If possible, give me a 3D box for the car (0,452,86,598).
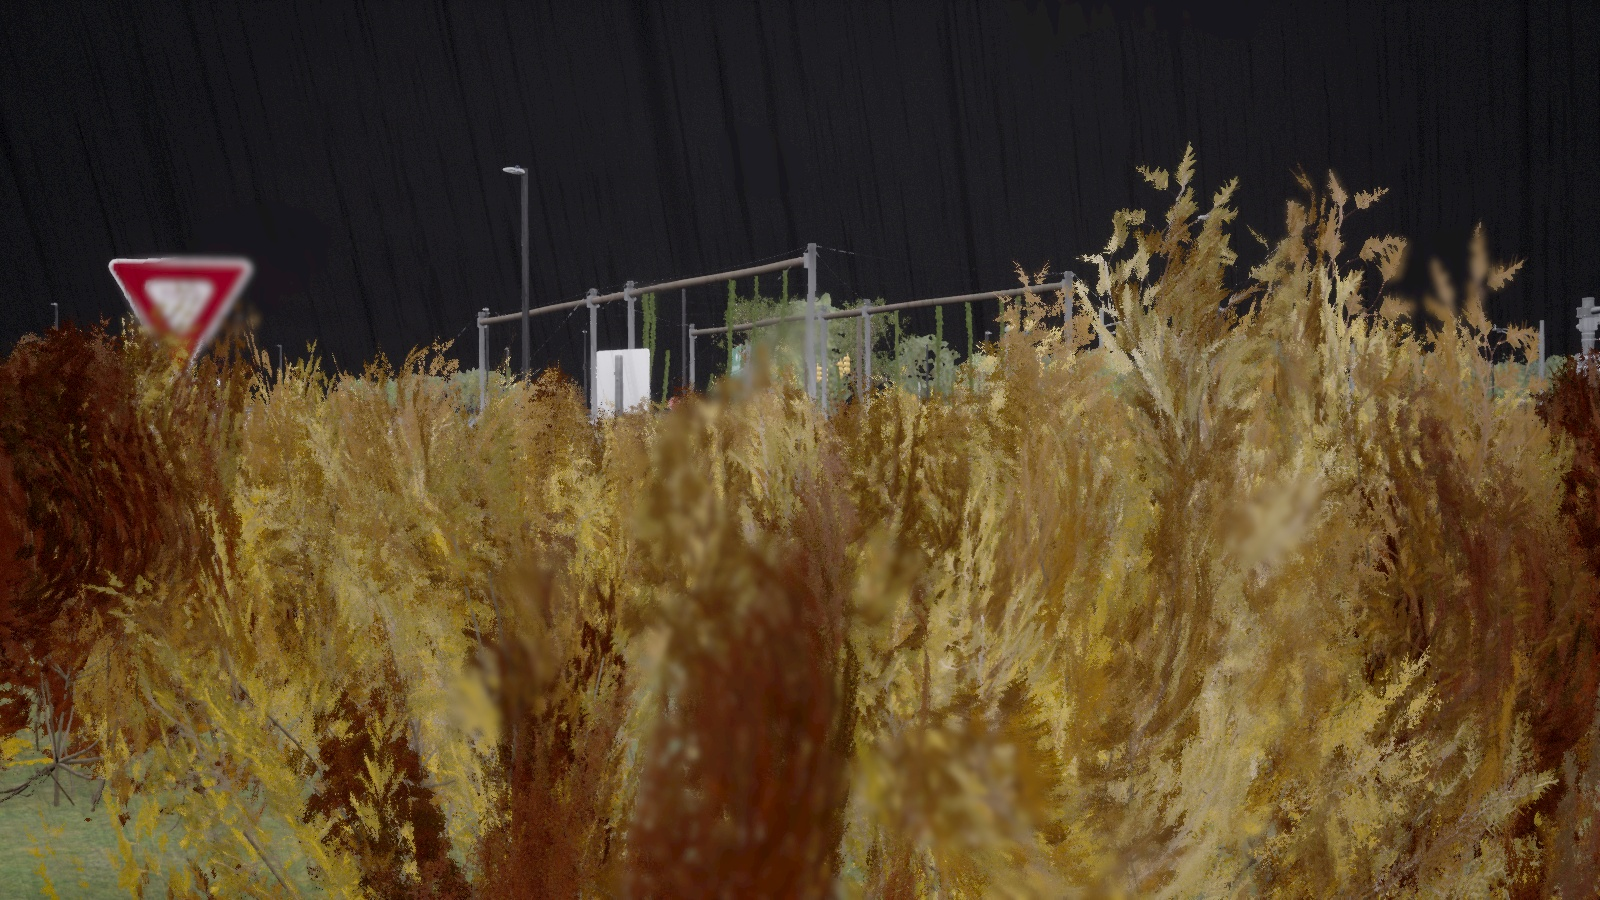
[{"bbox_3d":[-10.417,0.754,13.385,4.674,1.442,1.812,0,2,6],"label":"car"}]

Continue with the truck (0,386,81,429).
[{"bbox_3d":[-48.720,-2.696,79.148,5.204,2.467,2.627,3,0,-10],"label":"truck"}]
